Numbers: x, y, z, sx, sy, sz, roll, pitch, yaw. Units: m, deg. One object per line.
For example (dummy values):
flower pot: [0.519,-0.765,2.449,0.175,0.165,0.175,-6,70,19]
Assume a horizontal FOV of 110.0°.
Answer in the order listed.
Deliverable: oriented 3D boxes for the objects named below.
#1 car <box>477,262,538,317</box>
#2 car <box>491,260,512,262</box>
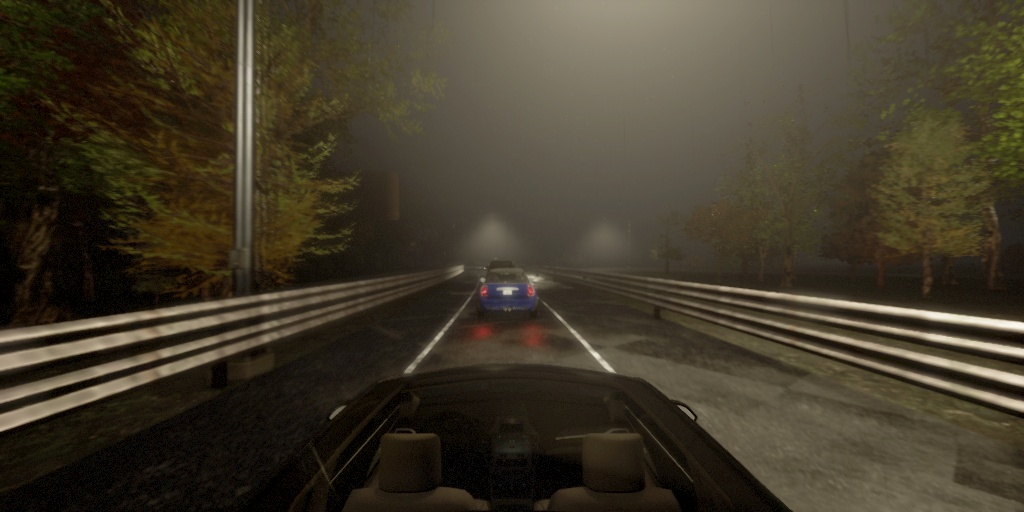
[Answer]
car: [-0.195,1.261,14.063,2.097,1.767,4.553,0,-1,-1]
car: [-0.872,1.319,28.098,2.150,2.045,5.566,0,-1,-3]
